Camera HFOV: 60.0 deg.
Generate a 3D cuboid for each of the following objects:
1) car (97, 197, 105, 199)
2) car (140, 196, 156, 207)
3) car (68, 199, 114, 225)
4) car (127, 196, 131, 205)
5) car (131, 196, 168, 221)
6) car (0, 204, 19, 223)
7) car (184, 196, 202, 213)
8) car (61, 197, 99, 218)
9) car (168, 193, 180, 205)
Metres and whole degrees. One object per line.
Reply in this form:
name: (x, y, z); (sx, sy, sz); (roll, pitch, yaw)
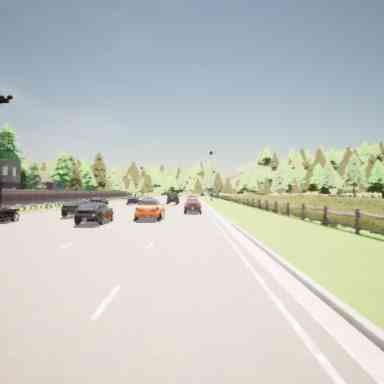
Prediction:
car: (-13.938, 1.489, 49.855); (1.882, 1.535, 5.008); (0, 0, 0)
car: (-6.939, 1.491, 52.535); (1.882, 1.535, 5.008); (0, 0, 0)
car: (-6.919, 1.510, 23.842); (1.837, 1.490, 4.892); (0, 0, 0)
car: (-10.446, 1.519, 59.698); (1.837, 1.490, 4.892); (0, 0, 0)
car: (-3.422, 1.359, 27.557); (2.097, 1.767, 4.553); (0, 0, 0)
car: (-13.916, 1.481, 22.959); (1.882, 1.535, 5.008); (0, 0, 0)
car: (0.071, 1.536, 36.904); (1.812, 1.442, 4.674); (0, 0, 0)
car: (-10.425, 1.511, 30.603); (1.837, 1.490, 4.892); (0, 0, 0)
car: (-3.447, 1.238, 61.497); (2.150, 2.045, 5.566); (0, 0, 0)
